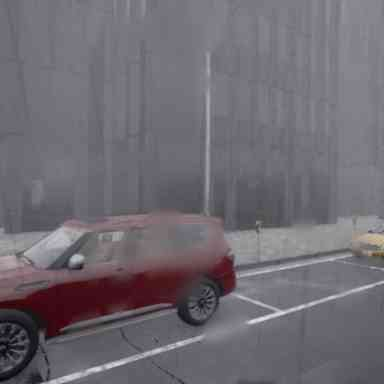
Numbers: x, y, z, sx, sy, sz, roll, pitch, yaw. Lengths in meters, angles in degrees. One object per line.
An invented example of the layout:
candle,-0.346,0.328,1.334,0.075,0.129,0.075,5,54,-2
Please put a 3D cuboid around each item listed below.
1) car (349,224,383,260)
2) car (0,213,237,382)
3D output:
car,7.573,1.661,12.058,4.829,1.417,1.752,1,-1,-36
car,-1.462,1.335,5.609,5.009,1.841,2.192,1,0,-36
